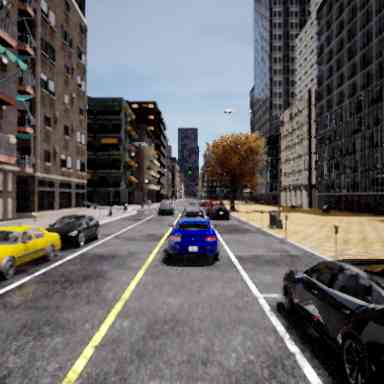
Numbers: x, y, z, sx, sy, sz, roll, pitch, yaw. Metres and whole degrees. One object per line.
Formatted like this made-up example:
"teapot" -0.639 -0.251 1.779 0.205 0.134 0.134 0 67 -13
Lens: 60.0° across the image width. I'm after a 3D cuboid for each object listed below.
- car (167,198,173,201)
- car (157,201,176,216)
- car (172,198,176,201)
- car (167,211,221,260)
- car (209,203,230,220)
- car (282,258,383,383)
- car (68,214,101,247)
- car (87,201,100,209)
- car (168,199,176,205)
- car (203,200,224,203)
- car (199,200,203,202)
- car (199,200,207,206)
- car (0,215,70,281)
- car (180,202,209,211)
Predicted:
"car" -5.668 2.517 70.536 2.008 1.369 4.403 0 -1 0
"car" -3.029 2.134 39.709 1.895 1.301 4.718 0 -1 1
"car" -5.665 2.678 81.601 2.008 1.369 4.403 0 -1 0
"car" 0.057 1.697 13.057 1.812 1.442 4.674 0 -1 0
"car" 2.702 2.002 32.626 1.947 1.339 4.313 0 -1 0
"car" 2.695 1.632 5.013 1.947 1.339 4.313 0 -1 0
"car" -5.683 1.778 16.061 1.947 1.339 4.313 0 -1 0
"car" -16.410 2.032 51.138 4.403 1.369 2.008 1 -2 -1
"car" -5.661 2.732 92.666 1.967 1.590 4.097 0 -1 0
"car" 2.704 1.827 38.152 2.192 1.841 5.009 0 -1 0
"car" 2.712 2.510 70.533 1.887 1.381 4.507 0 -1 0
"car" 2.715 2.655 81.768 1.752 1.417 4.829 0 -1 0
"car" -5.685 1.662 10.370 1.752 1.417 4.829 0 -1 0
"car" 0.053 1.855 27.282 2.128 1.511 4.902 0 -1 0
